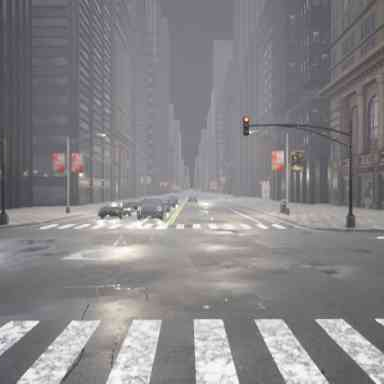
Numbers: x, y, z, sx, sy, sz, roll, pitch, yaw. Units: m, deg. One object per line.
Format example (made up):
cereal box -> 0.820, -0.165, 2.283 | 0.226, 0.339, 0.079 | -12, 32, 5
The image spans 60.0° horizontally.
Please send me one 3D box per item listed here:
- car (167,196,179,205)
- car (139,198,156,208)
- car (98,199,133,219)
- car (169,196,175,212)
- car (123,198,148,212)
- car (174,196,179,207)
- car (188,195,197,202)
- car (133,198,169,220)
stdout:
car -> -3.273, 1.429, 57.745 | 1.837, 1.490, 4.892 | 0, 0, 0
car -> -6.565, 1.542, 49.441 | 1.895, 1.301, 4.718 | 0, 0, 0
car -> -6.551, 1.518, 29.257 | 2.033, 1.411, 5.357 | 0, 0, 4
car -> -3.320, 1.507, 37.472 | 2.033, 1.411, 5.357 | 0, 0, 0
car -> -6.567, 1.505, 39.355 | 2.033, 1.411, 5.357 | 0, 0, 0
car -> -3.319, 1.509, 47.371 | 1.994, 1.385, 4.181 | 0, 0, 0
car -> 0.138, 1.437, 70.256 | 2.033, 1.411, 5.357 | 0, 0, 0
car -> -3.327, 1.325, 27.998 | 2.097, 1.767, 4.553 | 0, 0, 0
